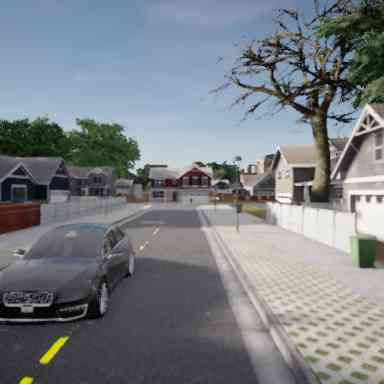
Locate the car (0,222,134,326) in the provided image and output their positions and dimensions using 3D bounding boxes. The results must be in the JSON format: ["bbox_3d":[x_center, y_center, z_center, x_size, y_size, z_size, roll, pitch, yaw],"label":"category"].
[{"bbox_3d":[-2.496,1.507,7.418,1.837,1.490,4.892,0,0,0],"label":"car"}]
